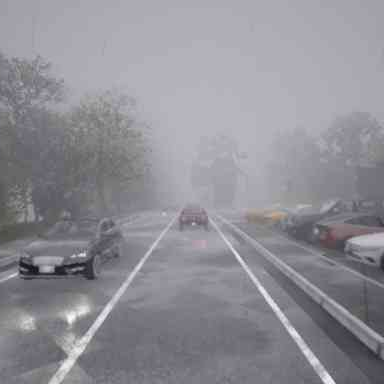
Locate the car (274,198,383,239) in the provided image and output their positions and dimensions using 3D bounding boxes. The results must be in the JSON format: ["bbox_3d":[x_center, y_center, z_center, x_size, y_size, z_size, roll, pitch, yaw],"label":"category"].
[{"bbox_3d":[7.054,1.291,15.557,5.566,2.045,2.435,0,0,0],"label":"car"}]

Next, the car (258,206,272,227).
[{"bbox_3d":[7.093,1.575,21.105,5.008,1.535,2.097,0,0,0],"label":"car"}]

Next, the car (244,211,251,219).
[{"bbox_3d":[6.906,1.635,26.645,5.366,1.575,1.946,0,-1,0],"label":"car"}]

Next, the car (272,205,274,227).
[{"bbox_3d":[7.116,1.431,18.329,4.553,1.767,2.185,0,0,0],"label":"car"}]

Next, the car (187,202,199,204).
[{"bbox_3d":[0.110,1.973,41.051,2.128,1.511,4.902,0,-2,0],"label":"car"}]

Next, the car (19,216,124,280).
[{"bbox_3d":[-3.348,1.523,10.112,2.128,1.511,4.902,0,0,0],"label":"car"}]

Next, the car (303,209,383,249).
[{"bbox_3d":[7.110,1.560,12.780,4.792,1.488,2.163,0,0,0],"label":"car"}]

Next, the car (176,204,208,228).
[{"bbox_3d":[0.105,1.732,22.989,1.895,1.301,4.718,0,-1,0],"label":"car"}]

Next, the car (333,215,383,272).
[{"bbox_3d":[7.081,1.558,10.004,4.674,1.452,2.002,0,0,0],"label":"car"}]

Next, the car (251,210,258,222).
[{"bbox_3d":[7.095,1.604,23.877,4.892,1.521,2.231,0,-1,0],"label":"car"}]

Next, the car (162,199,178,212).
[{"bbox_3d":[-3.318,2.009,51.025,2.150,2.045,5.566,0,-2,0],"label":"car"}]
